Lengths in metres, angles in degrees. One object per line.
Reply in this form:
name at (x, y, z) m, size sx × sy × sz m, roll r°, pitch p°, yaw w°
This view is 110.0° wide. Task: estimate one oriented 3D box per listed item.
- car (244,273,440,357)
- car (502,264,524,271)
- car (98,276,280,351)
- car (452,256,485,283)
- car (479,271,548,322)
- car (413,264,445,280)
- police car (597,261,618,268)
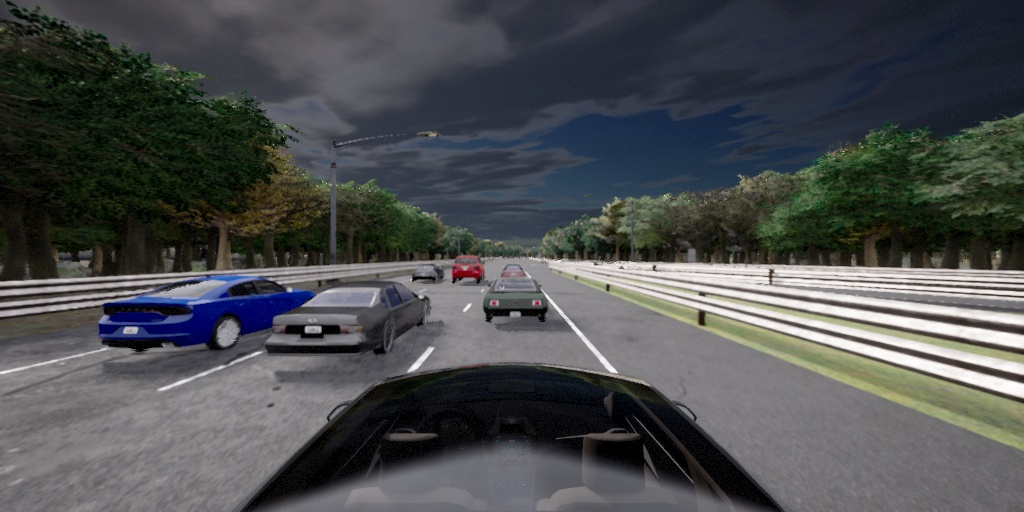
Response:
car at (-3.393, 1.311, 8.648) m, size 2.033 × 1.411 × 5.357 m, roll 0°, pitch 0°, yaw 0°
car at (0.109, 1.374, 29.805) m, size 1.994 × 1.385 × 4.181 m, roll 0°, pitch 0°, yaw 0°
car at (-6.892, 1.227, 8.960) m, size 1.882 × 1.535 × 5.008 m, roll 0°, pitch -1°, yaw 0°
car at (-3.392, 1.029, 28.544) m, size 2.150 × 2.045 × 5.566 m, roll 0°, pitch 0°, yaw 0°
car at (0.104, 1.372, 12.393) m, size 1.895 × 1.301 × 4.718 m, roll 0°, pitch 0°, yaw 0°
car at (-6.891, 1.377, 29.852) m, size 1.994 × 1.385 × 4.181 m, roll 0°, pitch 0°, yaw 0°
police car at (12.648, 1.447, 49.055) m, size 2.038 × 1.542 × 4.974 m, roll 0°, pitch 0°, yaw -14°
